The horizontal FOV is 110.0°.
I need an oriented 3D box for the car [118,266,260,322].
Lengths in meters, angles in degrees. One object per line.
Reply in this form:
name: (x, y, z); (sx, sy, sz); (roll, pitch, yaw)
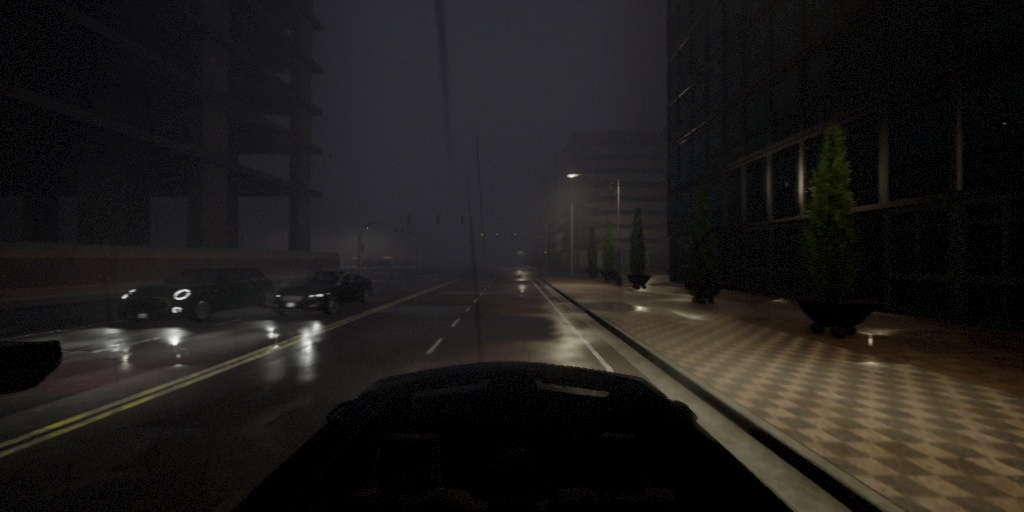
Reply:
car: (-10.570, 1.152, 12.506); (2.097, 1.767, 4.553); (0, -1, 0)

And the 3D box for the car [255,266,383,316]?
car: (-7.064, 1.315, 13.919); (2.128, 1.511, 4.902); (0, -1, 0)

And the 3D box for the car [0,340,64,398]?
car: (-7.098, 1.334, 2.631); (1.895, 1.301, 4.718); (0, 0, 0)
